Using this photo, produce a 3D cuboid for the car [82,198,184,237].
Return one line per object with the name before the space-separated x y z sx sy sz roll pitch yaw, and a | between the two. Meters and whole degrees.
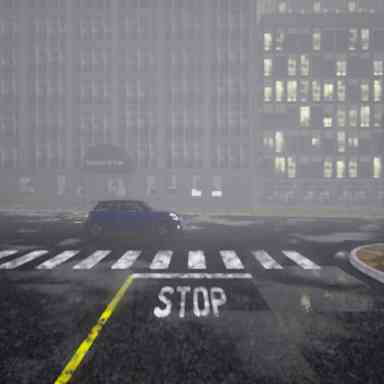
car | -2.667 1.100 15.685 4.553 1.767 2.097 0 1 1
